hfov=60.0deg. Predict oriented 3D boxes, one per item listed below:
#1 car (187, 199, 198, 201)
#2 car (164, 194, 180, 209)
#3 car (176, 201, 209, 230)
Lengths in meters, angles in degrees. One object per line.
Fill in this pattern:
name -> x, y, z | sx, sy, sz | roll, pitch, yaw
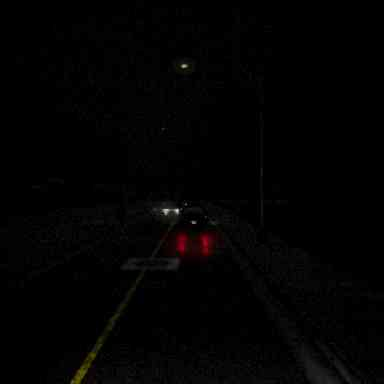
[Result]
car -> 0.077, 1.621, 42.024 | 2.033, 1.411, 5.357 | 0, 0, 0
car -> -2.854, 1.327, 48.298 | 2.150, 2.045, 5.566 | 0, -1, 0
car -> 0.087, 1.552, 21.218 | 1.812, 1.442, 4.674 | 0, 0, 0
